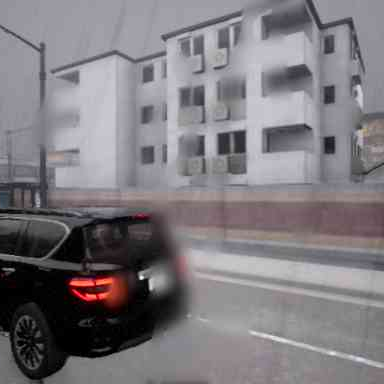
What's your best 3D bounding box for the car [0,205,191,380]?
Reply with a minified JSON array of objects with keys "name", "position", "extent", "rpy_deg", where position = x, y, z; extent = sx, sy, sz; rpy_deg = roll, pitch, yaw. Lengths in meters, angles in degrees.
[{"name":"car","position":[-2.632,1.257,5.765],"extent":[5.566,2.045,2.150],"rpy_deg":[0,0,35]}]
